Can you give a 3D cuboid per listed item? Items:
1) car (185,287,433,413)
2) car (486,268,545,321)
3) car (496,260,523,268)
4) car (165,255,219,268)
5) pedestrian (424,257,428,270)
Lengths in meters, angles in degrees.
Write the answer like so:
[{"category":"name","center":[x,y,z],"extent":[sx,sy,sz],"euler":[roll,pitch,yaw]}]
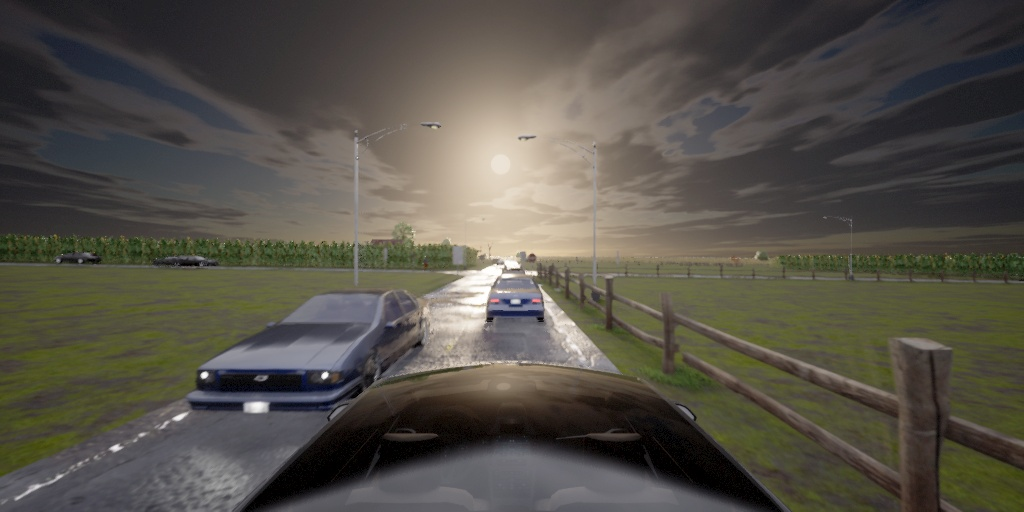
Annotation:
[{"category":"car","center":[-2.849,1.313,6.671],"extent":[2.033,1.411,5.357],"euler":[0,0,0]},{"category":"car","center":[0.101,1.332,12.535],"extent":[2.033,1.411,5.357],"euler":[0,0,0]},{"category":"car","center":[0.101,1.326,28.248],"extent":[2.128,1.511,4.902],"euler":[0,0,0]},{"category":"car","center":[-39.330,0.682,44.534],"extent":[5.008,1.535,1.882],"euler":[1,-1,0]},{"category":"pedestrian","center":[-12.163,1.042,50.564],"extent":[0.375,1.860,0.375],"euler":[0,-2,0]}]
